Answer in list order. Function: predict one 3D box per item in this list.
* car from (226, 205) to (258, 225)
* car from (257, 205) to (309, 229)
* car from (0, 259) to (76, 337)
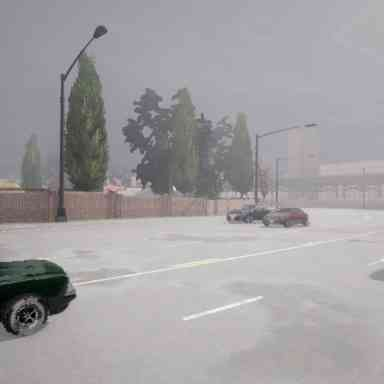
[{"bbox_3d":[4.731,1.788,27.053,2.128,1.511,4.902,0,-2,42],"label":"car"},{"bbox_3d":[6.995,1.815,24.358,1.812,1.442,4.674,0,-2,43],"label":"car"},{"bbox_3d":[-4.316,1.601,5.004,4.718,1.301,1.895,0,0,-35],"label":"car"}]
